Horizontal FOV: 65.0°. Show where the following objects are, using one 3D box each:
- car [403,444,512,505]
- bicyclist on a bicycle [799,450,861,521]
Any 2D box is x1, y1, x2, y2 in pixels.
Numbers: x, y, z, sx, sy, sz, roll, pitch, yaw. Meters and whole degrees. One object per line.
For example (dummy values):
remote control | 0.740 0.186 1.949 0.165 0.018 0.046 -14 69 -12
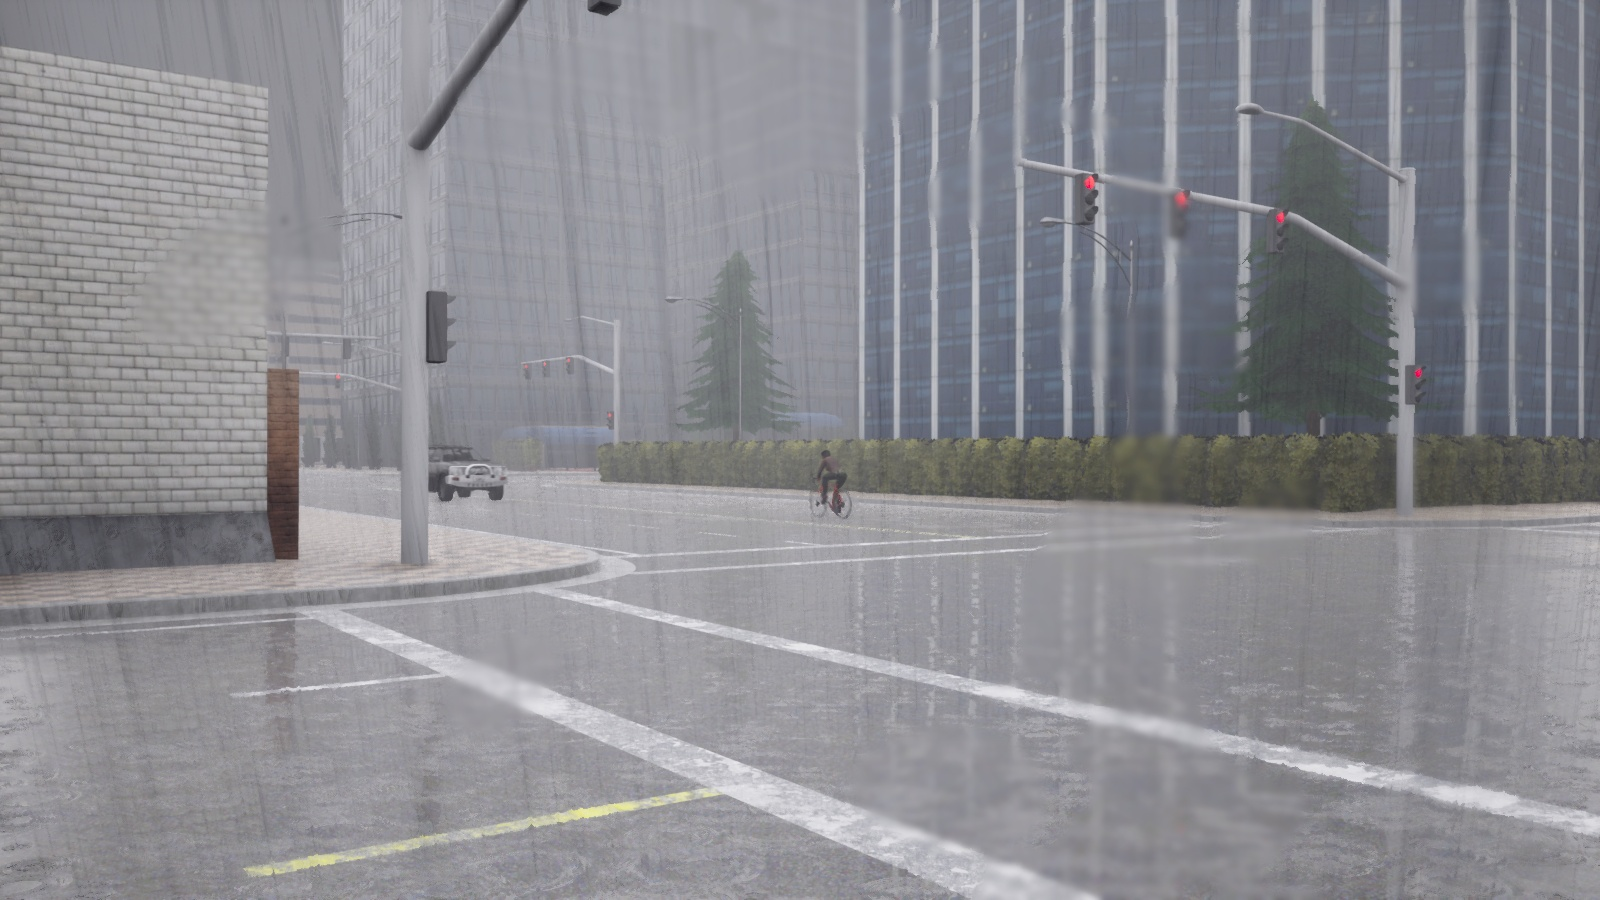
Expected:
car | -11.115 0.740 40.549 1.932 1.855 4.605 0 0 -35
bicyclist on a bicycle | 0.698 0.825 29.776 0.582 1.620 1.656 0 -1 -35
